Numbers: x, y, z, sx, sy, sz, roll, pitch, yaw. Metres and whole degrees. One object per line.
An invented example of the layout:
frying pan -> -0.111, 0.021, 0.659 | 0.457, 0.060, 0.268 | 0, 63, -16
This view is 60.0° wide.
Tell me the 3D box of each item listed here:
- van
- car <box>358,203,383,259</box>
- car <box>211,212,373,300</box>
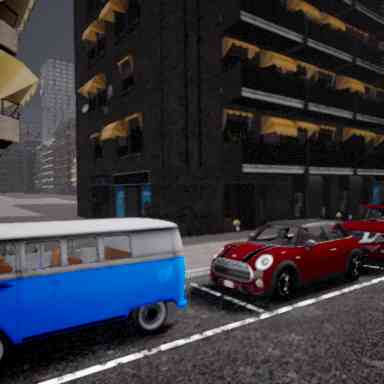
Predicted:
van -> -1.995, 1.341, 5.158 | 3.998, 1.788, 1.690 | 0, -1, -35
car -> 6.809, 1.315, 11.439 | 5.009, 1.841, 2.192 | 0, -1, -35
car -> 2.409, 1.440, 8.297 | 4.097, 1.590, 1.967 | 0, -1, -35
